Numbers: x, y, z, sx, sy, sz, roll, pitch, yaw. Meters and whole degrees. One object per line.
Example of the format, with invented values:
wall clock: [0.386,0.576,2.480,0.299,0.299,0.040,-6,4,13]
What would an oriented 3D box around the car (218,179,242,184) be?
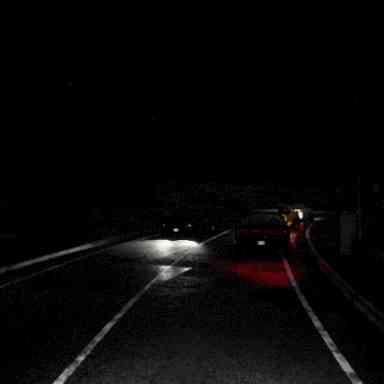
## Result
car: [6.916,-1.951,67.952,4.892,1.521,2.231,2,-5,-25]

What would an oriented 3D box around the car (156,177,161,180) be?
car: [-8.056,-2.589,61.137,4.553,1.767,2.185,2,-5,-24]

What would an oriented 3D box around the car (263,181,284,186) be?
car: [16.862,-1.524,72.853,5.008,1.535,2.097,3,-5,-27]

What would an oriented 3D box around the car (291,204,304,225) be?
car: [6.126,1.556,22.381,1.801,1.575,5.366,-2,-1,24]

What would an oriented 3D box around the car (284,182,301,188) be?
car: [21.733,-1.422,75.459,4.553,1.767,2.185,3,-5,-28]

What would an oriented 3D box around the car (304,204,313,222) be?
car: [8.664,1.683,27.305,1.812,1.442,4.674,-2,-2,30]

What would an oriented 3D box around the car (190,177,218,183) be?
car: [1.898,-2.131,65.659,4.892,1.521,2.231,2,-5,-24]

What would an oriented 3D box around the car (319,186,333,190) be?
car: [31.468,-0.768,81.056,4.674,1.452,2.002,3,-5,-31]

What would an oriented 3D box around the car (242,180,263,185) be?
car: [11.915,-1.704,70.346,4.674,1.452,2.002,2,-5,-26]

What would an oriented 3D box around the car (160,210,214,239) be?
car: [-0.176,1.702,18.246,1.994,1.385,4.181,-1,-1,19]

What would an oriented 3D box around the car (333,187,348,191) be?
car: [36.075,-0.558,83.908,4.892,1.521,2.231,3,-5,-32]

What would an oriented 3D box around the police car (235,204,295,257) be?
police car: [2.891,1.452,13.309,1.930,1.638,5.238,-1,-1,15]

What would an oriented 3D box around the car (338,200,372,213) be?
car: [21.007,1.792,43.463,4.553,1.767,2.097,1,-4,-39]

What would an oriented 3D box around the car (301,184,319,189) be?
car: [26.717,-1.022,78.258,4.792,1.488,2.163,3,-5,-29]
